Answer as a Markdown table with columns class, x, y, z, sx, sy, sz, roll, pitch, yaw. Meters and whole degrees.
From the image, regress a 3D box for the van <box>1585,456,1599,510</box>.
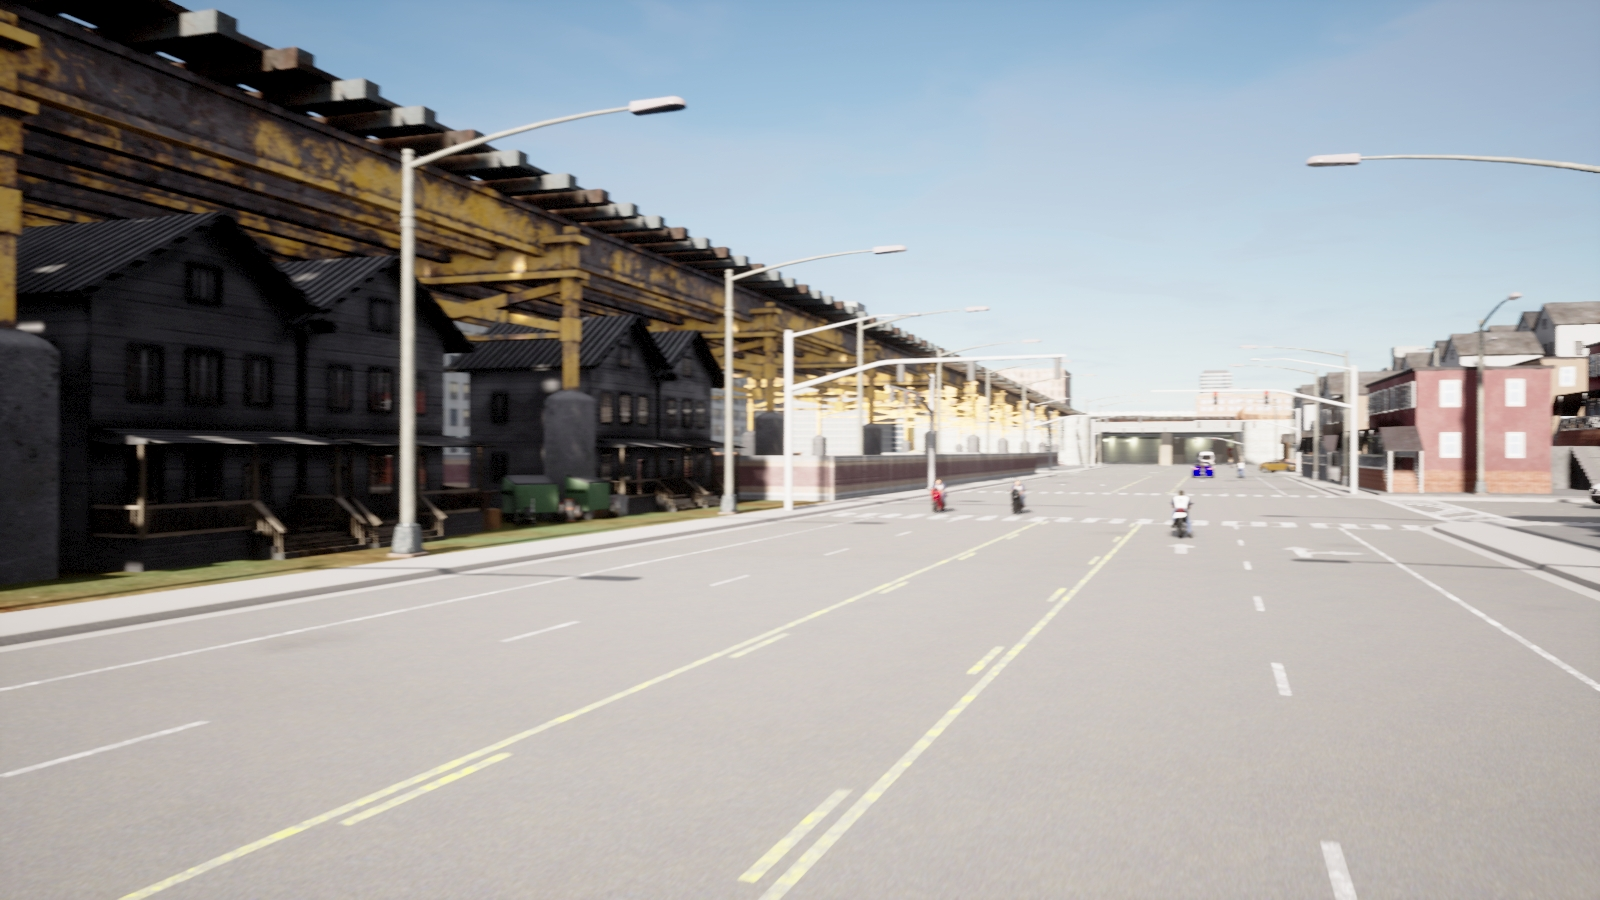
| class | x | y | z | sx | sy | sz | roll | pitch | yaw |
| --- | --- | --- | --- | --- | --- | --- | --- | --- | --- |
| van | 40.931 | 1.580 | 54.050 | 5.915 | 2.561 | 1.988 | 0 | 0 | 20 |

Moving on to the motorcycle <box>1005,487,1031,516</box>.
| class | x | y | z | sx | sy | sz | roll | pitch | yaw |
| --- | --- | --- | --- | --- | --- | --- | --- | --- | --- |
| motorcycle | 9.457 | 2.222 | 49.579 | 0.803 | 1.145 | 2.033 | 0 | 0 | 20 |

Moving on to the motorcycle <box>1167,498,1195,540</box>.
| class | x | y | z | sx | sy | sz | roll | pitch | yaw |
| --- | --- | --- | --- | --- | --- | --- | --- | --- | --- |
| motorcycle | 12.266 | 2.187 | 36.766 | 0.803 | 1.224 | 2.033 | 0 | 0 | 20 |

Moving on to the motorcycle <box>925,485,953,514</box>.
| class | x | y | z | sx | sy | sz | roll | pitch | yaw |
| --- | --- | --- | --- | --- | --- | --- | --- | --- | --- |
| motorcycle | 6.176 | 2.179 | 50.797 | 0.803 | 1.224 | 2.033 | 0 | 0 | 20 |
